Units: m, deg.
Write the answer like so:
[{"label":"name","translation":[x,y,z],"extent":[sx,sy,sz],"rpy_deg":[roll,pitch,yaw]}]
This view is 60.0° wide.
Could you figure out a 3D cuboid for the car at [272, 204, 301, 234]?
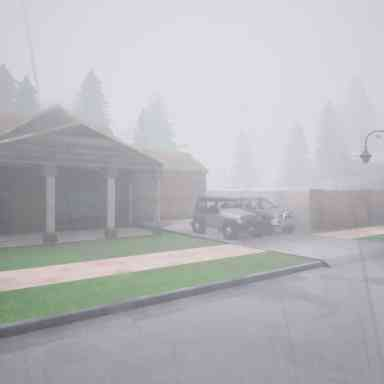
[{"label":"car","translation":[3.394,1.174,17.735],"extent":[1.932,1.855,4.605],"rpy_deg":[0,0,-36]}]

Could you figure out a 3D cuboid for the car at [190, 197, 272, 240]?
[{"label":"car","translation":[1.575,1.176,15.957],"extent":[1.905,1.878,3.866],"rpy_deg":[0,0,-36]}]
